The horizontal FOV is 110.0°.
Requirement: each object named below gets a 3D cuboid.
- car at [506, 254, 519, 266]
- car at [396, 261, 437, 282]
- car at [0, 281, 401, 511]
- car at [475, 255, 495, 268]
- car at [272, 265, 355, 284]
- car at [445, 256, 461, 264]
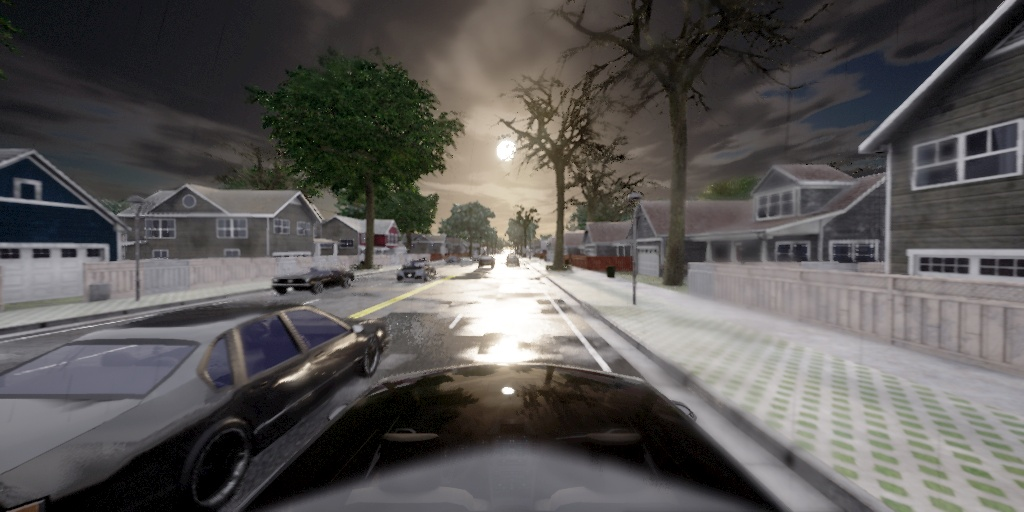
[{"bbox_3d":[0.108,0.625,53.597,2.128,1.511,4.902,0,0,0],"label":"car"},{"bbox_3d":[-6.593,1.031,25.068,1.994,1.385,4.181,0,1,0],"label":"car"},{"bbox_3d":[-3.150,1.267,4.131,2.033,1.411,5.357,0,1,0],"label":"car"},{"bbox_3d":[-3.143,0.707,45.413,1.882,1.535,5.008,0,1,0],"label":"car"},{"bbox_3d":[-9.847,1.150,18.133,1.895,1.301,4.718,0,1,0],"label":"car"},{"bbox_3d":[-9.783,0.626,59.734,1.994,1.385,4.181,0,1,1],"label":"car"}]
